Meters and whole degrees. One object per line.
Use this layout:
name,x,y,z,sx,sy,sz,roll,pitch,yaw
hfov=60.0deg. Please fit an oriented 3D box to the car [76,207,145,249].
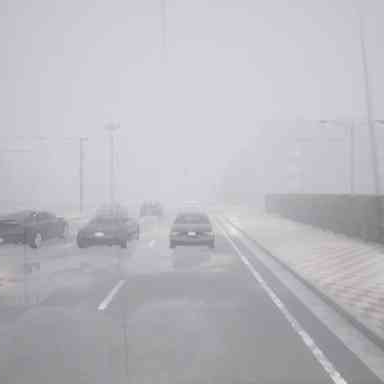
car,-3.500,1.569,14.566,1.994,1.385,4.181,0,0,0

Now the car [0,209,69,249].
car,-7.000,1.513,14.566,1.837,1.490,4.892,0,0,0

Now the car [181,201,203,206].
car,-0.010,1.530,29.645,1.812,1.442,4.674,0,0,0

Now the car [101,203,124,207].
car,-7.010,1.614,29.632,1.895,1.301,4.718,0,0,0

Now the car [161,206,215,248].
car,0.000,1.560,14.566,2.033,1.411,5.357,0,0,0

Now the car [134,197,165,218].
car,-3.510,1.492,29.624,2.128,1.511,4.902,0,0,0
